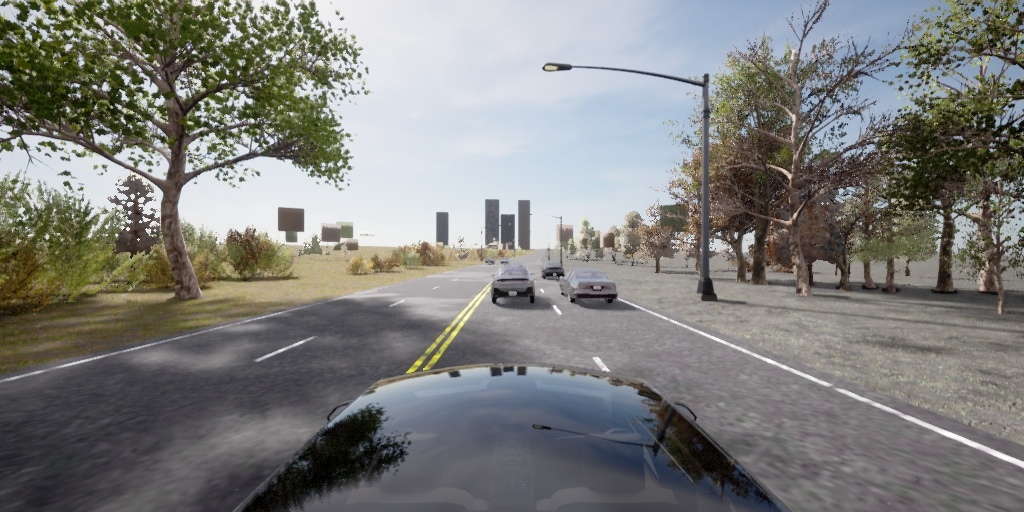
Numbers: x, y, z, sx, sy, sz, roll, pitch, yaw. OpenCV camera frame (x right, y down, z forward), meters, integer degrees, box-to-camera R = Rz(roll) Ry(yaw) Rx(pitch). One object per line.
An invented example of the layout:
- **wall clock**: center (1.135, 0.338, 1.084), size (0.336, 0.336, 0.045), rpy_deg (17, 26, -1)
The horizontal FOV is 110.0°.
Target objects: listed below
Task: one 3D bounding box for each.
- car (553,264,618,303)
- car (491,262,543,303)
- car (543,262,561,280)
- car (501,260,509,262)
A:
- **car**: center (3.326, 1.274, 16.426), size (2.033, 1.411, 5.357), rpy_deg (1, 0, 1)
- **car**: center (0.047, 1.224, 16.450), size (2.128, 1.511, 4.902), rpy_deg (-2, 1, 0)
- **car**: center (3.505, 1.238, 31.380), size (1.837, 1.490, 4.892), rpy_deg (0, 0, 1)
- **car**: center (0.262, 1.300, 31.438), size (1.994, 1.385, 4.181), rpy_deg (0, 0, 1)
